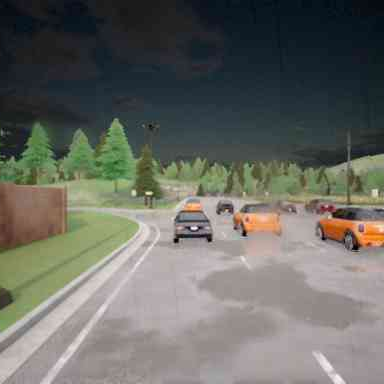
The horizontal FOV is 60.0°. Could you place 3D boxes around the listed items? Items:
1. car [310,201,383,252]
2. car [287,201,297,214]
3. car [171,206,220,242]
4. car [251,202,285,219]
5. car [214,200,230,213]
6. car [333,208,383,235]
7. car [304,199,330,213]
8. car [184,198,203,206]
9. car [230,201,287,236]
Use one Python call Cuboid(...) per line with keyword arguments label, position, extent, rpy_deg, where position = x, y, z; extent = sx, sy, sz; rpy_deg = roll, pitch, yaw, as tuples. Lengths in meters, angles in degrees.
Cuboid(label="car", position=(7.121, 1.436, 14.488), extent=(2.097, 1.767, 4.553), rpy_deg=(0, 0, 0))
Cuboid(label="car", position=(10.663, 1.745, 38.458), extent=(1.812, 1.442, 4.674), rpy_deg=(0, 0, 0))
Cuboid(label="car", position=(-0.064, 1.645, 17.007), extent=(2.033, 1.411, 5.357), rpy_deg=(0, 0, -3))
Cuboid(label="car", position=(7.153, 1.730, 31.970), extent=(2.033, 1.411, 5.357), rpy_deg=(0, 0, 0))
Cuboid(label="car", position=(3.661, 1.718, 37.503), extent=(1.837, 1.490, 4.892), rpy_deg=(0, 0, 0))
Cuboid(label="car", position=(10.634, 1.718, 20.484), extent=(1.895, 1.301, 4.718), rpy_deg=(0, 0, 0))
Cuboid(label="car", position=(14.161, 1.563, 37.109), extent=(2.097, 1.767, 4.553), rpy_deg=(0, 0, 0))
Cuboid(label="car", position=(0.162, 1.563, 37.130), extent=(2.097, 1.767, 4.553), rpy_deg=(0, 0, 0))
Cuboid(label="car", position=(3.630, 1.462, 19.164), extent=(2.097, 1.767, 4.553), rpy_deg=(0, 0, 0))
